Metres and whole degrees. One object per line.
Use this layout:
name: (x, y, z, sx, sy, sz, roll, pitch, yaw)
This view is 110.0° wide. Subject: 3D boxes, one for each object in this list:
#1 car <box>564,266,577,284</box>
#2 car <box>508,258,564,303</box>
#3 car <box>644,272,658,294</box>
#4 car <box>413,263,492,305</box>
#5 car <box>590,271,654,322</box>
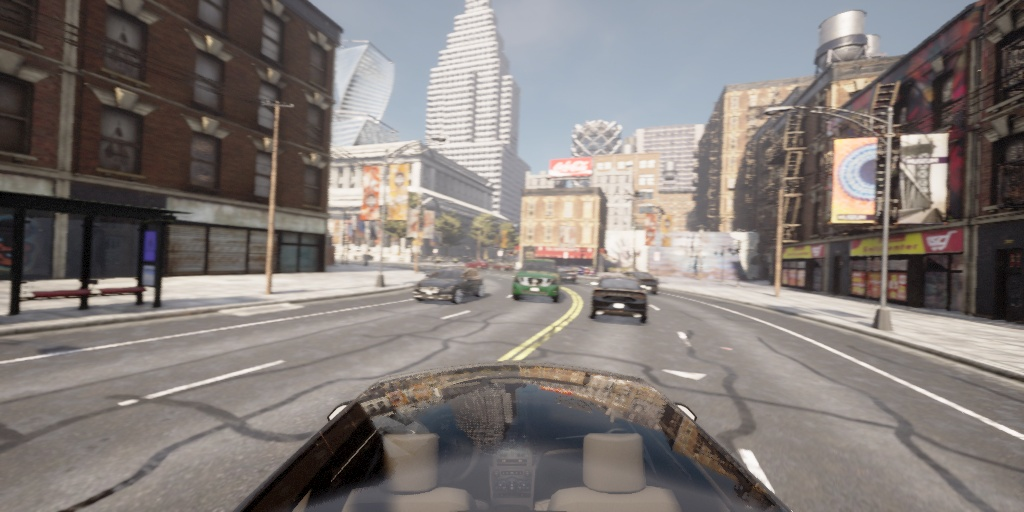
car: (4.320, 1.652, 32.753, 2.128, 1.511, 4.902, 3, 0, -13)
car: (1.417, 1.153, 18.580, 2.150, 2.045, 5.566, 3, 0, 8)
car: (8.686, 1.808, 25.410, 1.837, 1.490, 4.892, 3, 0, -1)
car: (-2.676, 1.240, 16.339, 1.837, 1.490, 4.892, 3, 0, 13)
car: (4.094, 1.494, 13.918, 1.882, 1.535, 5.008, 3, 0, 15)
